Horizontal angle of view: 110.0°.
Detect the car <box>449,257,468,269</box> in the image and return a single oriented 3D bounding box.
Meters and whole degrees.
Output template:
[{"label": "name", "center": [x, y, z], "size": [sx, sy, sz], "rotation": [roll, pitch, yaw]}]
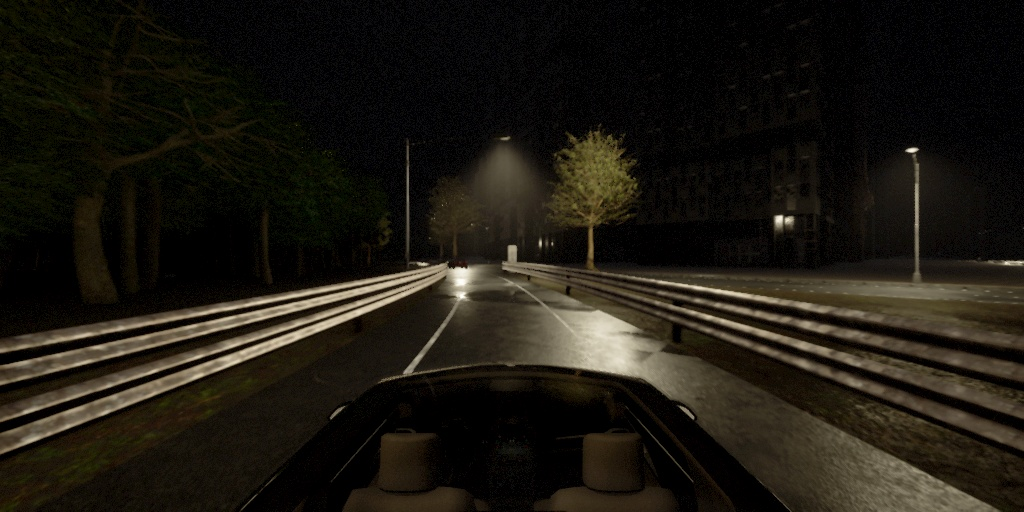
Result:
[{"label": "car", "center": [-7.979, 1.001, 52.963], "size": [2.097, 1.767, 4.553], "rotation": [0, 0, -19]}]
